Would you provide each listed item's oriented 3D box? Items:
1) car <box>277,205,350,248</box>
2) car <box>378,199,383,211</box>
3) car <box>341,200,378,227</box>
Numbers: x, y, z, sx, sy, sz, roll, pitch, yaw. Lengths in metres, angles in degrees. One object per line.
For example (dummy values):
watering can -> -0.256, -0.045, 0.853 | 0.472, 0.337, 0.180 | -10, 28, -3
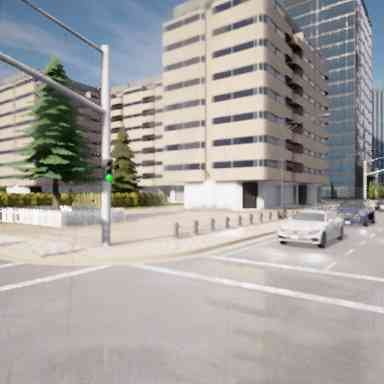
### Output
car -> 5.483, 1.529, 15.025 | 1.812, 1.442, 4.674 | 0, 0, 37
car -> 22.252, 1.496, 38.206 | 2.128, 1.511, 4.902 | 0, 0, 36
car -> 11.161, 1.355, 22.922 | 2.097, 1.767, 4.553 | 0, 0, 36
